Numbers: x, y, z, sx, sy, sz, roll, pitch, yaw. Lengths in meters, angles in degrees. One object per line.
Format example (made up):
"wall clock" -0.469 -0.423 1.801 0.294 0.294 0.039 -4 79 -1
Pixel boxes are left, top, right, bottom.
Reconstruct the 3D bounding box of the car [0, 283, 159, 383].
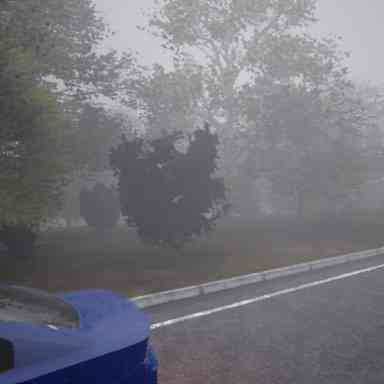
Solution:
"car" -2.630 1.478 2.117 5.008 1.535 1.882 0 0 -35
